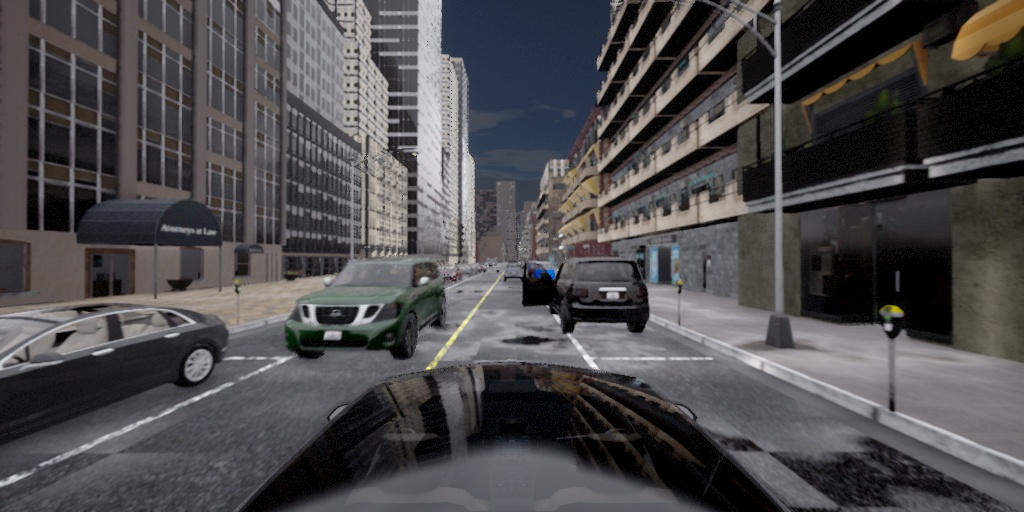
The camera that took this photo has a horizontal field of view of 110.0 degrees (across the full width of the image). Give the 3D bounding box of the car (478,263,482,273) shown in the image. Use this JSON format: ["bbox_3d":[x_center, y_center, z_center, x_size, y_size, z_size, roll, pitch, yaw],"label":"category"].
[{"bbox_3d":[-5.541,1.803,48.518,2.007,1.370,4.403,0,0,0],"label":"car"}]

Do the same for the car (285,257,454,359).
[{"bbox_3d":[-3.082,1.045,8.953,2.150,2.045,5.566,0,-1,0],"label":"car"}]

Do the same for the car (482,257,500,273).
[{"bbox_3d":[-2.843,1.217,50.378,2.150,2.045,5.566,0,-1,0],"label":"car"}]

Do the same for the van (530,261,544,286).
[{"bbox_3d":[2.785,1.409,31.923,1.690,1.789,3.998,0,0,0],"label":"van"}]

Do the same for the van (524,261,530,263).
[{"bbox_3d":[2.840,1.594,48.489,1.690,1.789,3.998,0,0,0],"label":"van"}]

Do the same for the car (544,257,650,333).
[{"bbox_3d":[2.421,1.069,11.251,2.150,2.045,5.566,0,-1,0],"label":"car"}]

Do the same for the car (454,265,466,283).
[{"bbox_3d":[-5.596,1.507,31.952,1.967,1.591,4.097,0,0,0],"label":"car"}]

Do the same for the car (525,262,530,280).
[{"bbox_3d":[2.822,1.736,42.967,1.888,1.381,4.507,0,0,0],"label":"car"}]

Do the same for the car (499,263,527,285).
[{"bbox_3d":[0.154,1.642,34.307,2.033,1.411,5.357,0,-1,1],"label":"car"}]

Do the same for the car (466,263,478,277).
[{"bbox_3d":[-5.559,1.741,42.995,2.007,1.370,4.403,0,0,0],"label":"car"}]

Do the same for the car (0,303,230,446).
[{"bbox_3d":[-5.687,1.326,4.339,2.007,1.370,4.403,0,0,0],"label":"car"}]
